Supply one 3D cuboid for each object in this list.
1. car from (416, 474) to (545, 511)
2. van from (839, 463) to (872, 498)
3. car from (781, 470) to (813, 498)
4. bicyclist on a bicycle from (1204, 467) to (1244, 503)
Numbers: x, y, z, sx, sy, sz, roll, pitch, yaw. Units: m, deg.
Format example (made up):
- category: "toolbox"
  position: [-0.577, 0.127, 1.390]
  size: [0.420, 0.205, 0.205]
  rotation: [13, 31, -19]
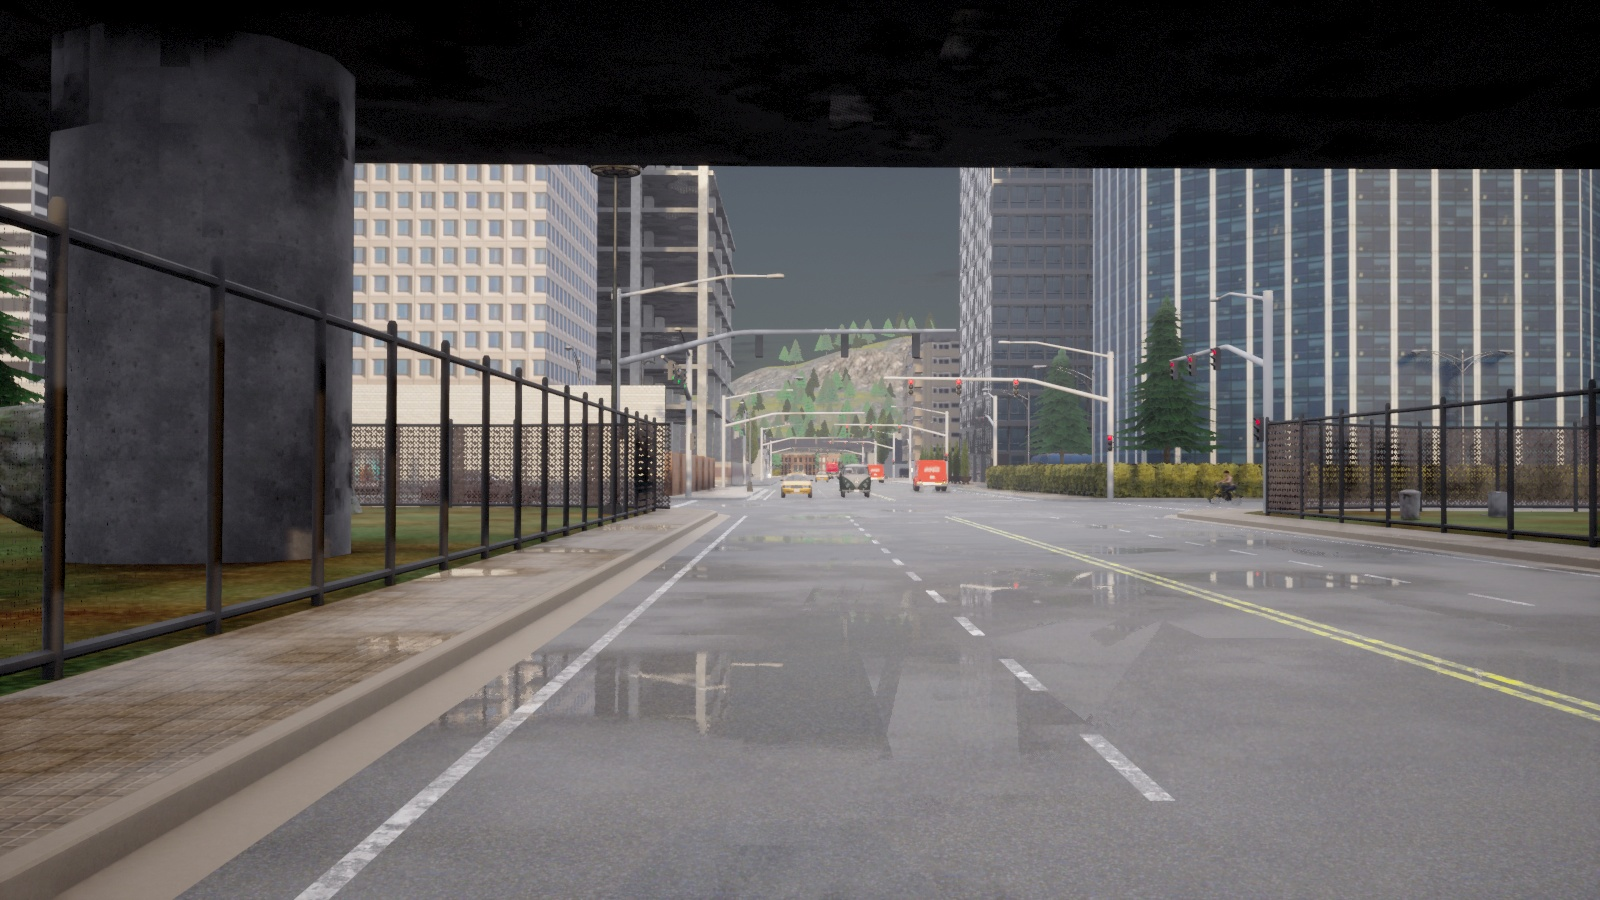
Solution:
- category: "car"
  position: [-12.717, 1.676, 50.171]
  size: [4.674, 1.442, 1.812]
  rotation: [0, -1, 0]
- category: "van"
  position: [3.321, 1.820, 75.588]
  size: [1.775, 1.987, 4.442]
  rotation: [0, -1, 0]
- category: "car"
  position: [-0.175, 1.995, 74.092]
  size: [1.801, 1.575, 5.366]
  rotation: [0, -1, 0]
- category: "bicyclist on a bicycle"
  position: [19.291, 1.576, 57.183]
  size: [1.509, 1.612, 0.866]
  rotation: [0, -1, 0]
